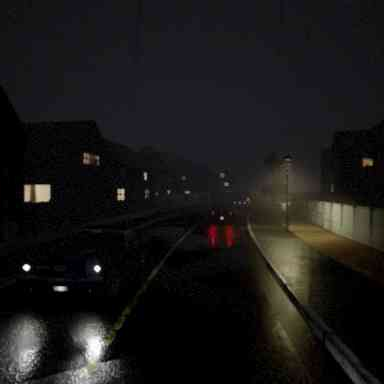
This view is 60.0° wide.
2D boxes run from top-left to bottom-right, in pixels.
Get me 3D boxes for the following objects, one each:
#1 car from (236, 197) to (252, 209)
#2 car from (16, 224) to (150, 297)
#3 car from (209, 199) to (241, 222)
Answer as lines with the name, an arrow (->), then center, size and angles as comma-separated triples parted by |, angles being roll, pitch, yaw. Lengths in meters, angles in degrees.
car -> 6.438, 1.311, 42.341 | 2.033, 1.411, 5.357 | 0, 1, 16
car -> -2.445, 1.586, 8.732 | 1.895, 1.301, 4.718 | 0, 0, 4
car -> 2.477, 1.507, 25.374 | 1.895, 1.301, 4.718 | 0, 0, 10
